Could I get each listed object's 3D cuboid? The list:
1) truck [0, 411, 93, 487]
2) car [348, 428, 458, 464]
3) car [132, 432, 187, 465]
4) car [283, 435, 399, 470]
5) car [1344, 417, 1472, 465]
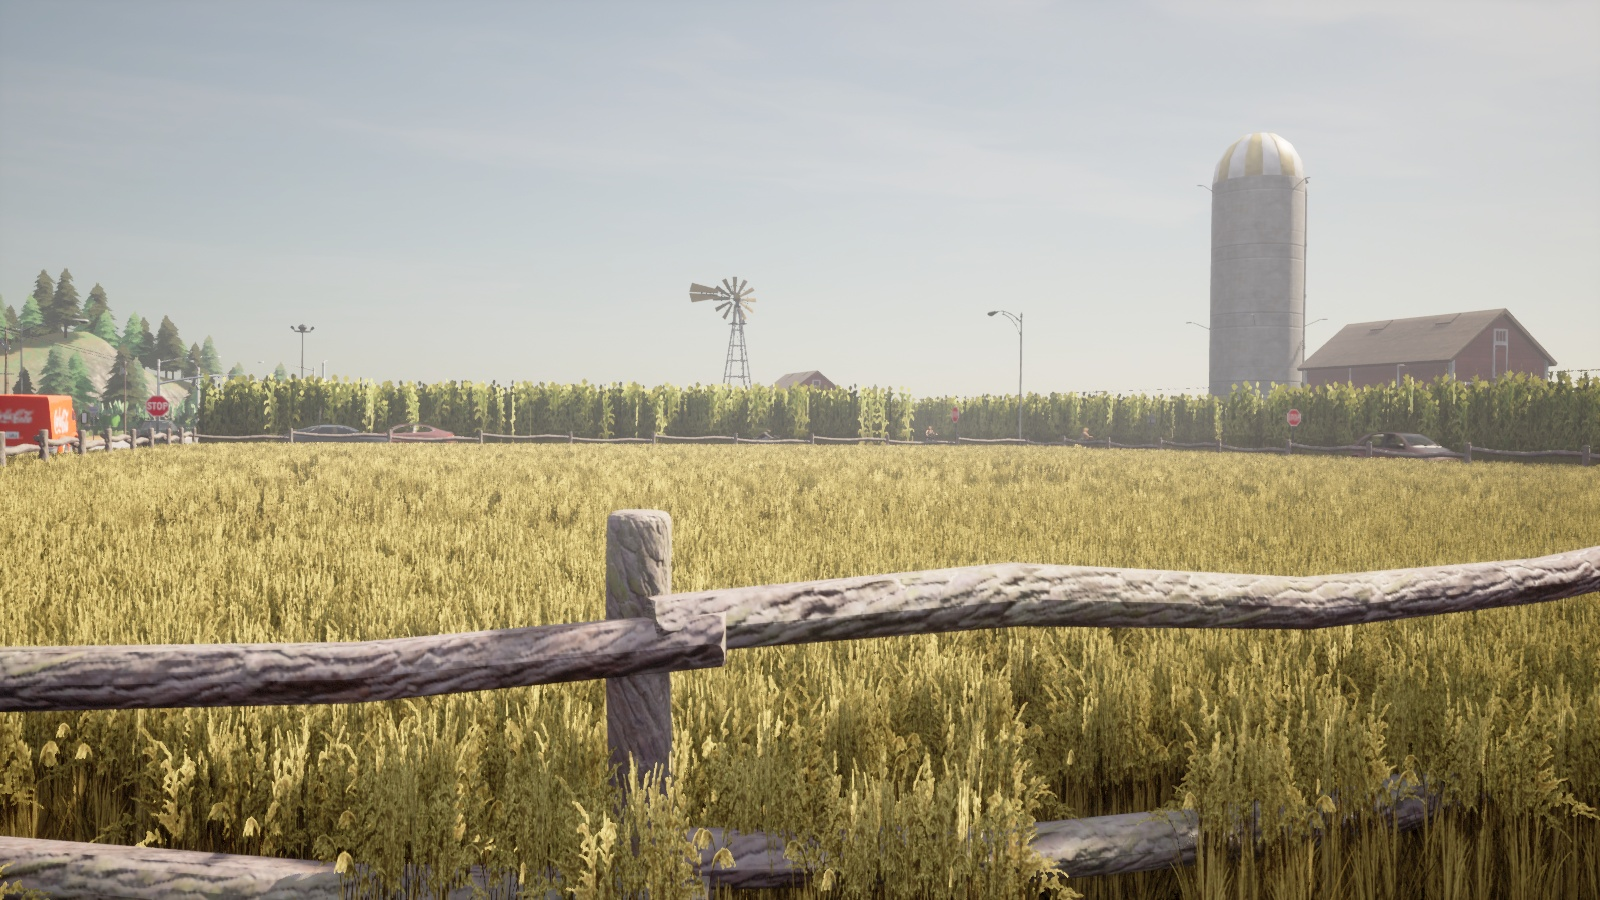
[{"bbox_3d":[-26.351,-0.096,43.131,2.627,2.467,5.204,-1,2,-19],"label":"truck"},{"bbox_3d":[-19.445,-0.214,61.473,5.027,1.651,2.152,-1,1,-19],"label":"car"},{"bbox_3d":[-35.493,-0.095,69.688,2.097,1.767,4.553,-1,1,-19],"label":"car"},{"bbox_3d":[-21.063,0.093,57.607,4.892,1.490,1.837,-1,1,-23],"label":"car"},{"bbox_3d":[21.668,-0.336,44.898,1.851,1.617,3.988,-1,1,-19],"label":"car"}]
